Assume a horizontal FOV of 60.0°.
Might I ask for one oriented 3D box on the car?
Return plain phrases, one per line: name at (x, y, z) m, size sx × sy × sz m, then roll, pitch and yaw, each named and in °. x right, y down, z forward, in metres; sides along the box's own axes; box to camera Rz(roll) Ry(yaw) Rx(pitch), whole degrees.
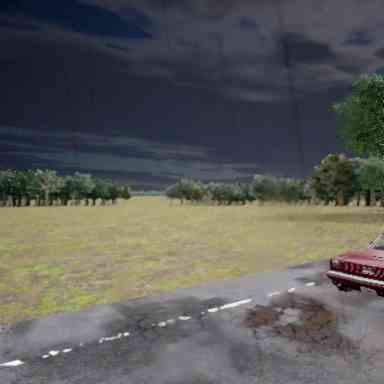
car at (5.192, 1.591, 7.694) m, size 4.718 × 1.301 × 1.895 m, roll 0°, pitch 0°, yaw -35°
